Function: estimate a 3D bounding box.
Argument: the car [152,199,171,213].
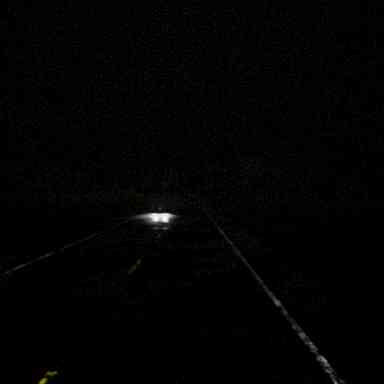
[{"bbox_3d":[-3.597,1.652,39.908,2.128,1.511,4.902,0,0,0],"label":"car"}]

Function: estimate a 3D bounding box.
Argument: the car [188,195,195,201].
[{"bbox_3d":[-0.014,1.815,94.616,1.812,1.442,4.674,0,0,0],"label":"car"}]

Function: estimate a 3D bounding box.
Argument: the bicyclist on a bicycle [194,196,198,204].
[{"bbox_3d":[0.947,1.721,69.304,0.866,1.612,1.509,0,0,0],"label":"bicyclist on a bicycle"}]

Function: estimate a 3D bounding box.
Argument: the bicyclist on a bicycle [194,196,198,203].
[{"bbox_3d":[0.951,1.760,78.392,0.866,1.612,1.509,0,0,0],"label":"bicyclist on a bicycle"}]
